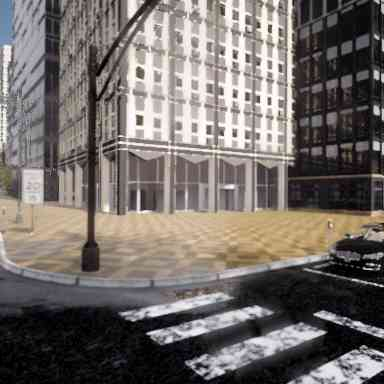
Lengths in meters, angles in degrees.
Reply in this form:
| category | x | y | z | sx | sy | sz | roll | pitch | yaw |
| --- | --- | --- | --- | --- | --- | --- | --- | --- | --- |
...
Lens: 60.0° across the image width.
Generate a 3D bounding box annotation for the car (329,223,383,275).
| category | x | y | z | sx | sy | sz | roll | pitch | yaw |
| --- | --- | --- | --- | --- | --- | --- | --- | --- | --- |
| car | 6.071 | 1.666 | 10.460 | 4.403 | 1.369 | 2.008 | 1 | -1 | -36 |
